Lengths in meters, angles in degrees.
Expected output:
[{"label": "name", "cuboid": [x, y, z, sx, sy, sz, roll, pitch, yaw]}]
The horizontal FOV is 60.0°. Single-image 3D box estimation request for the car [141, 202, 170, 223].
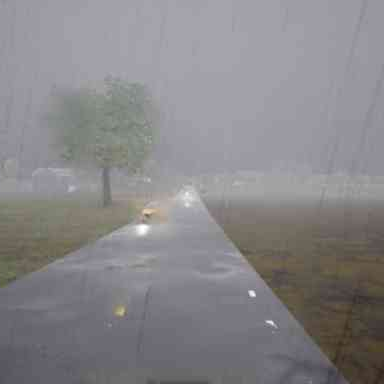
[{"label": "car", "cuboid": [-2.849, 1.562, 26.655, 1.882, 1.535, 5.008, 0, 0, 0]}]
